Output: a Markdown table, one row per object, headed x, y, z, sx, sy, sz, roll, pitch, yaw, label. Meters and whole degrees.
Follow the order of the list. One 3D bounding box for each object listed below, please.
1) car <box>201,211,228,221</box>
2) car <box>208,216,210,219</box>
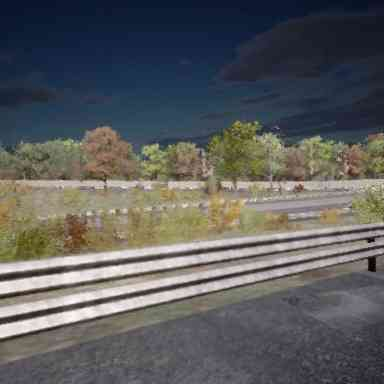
| x | y | z | sx | sy | sz | roll | pitch | yaw | label |
| --- | --- | --- | --- | --- | --- | --- | --- | --- | --- |
| 4.222 | 4.492 | 62.062 | 4.718 | 1.301 | 1.895 | -4 | 3 | -20 | car |
| 5.440 | 4.521 | 58.779 | 5.357 | 1.411 | 2.033 | -4 | 3 | -20 | car |
